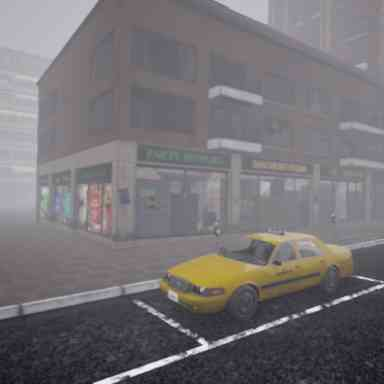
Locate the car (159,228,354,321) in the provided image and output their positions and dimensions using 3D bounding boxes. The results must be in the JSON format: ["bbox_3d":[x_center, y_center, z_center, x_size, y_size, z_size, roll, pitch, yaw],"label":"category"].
[{"bbox_3d":[1.639,1.500,7.241,4.829,1.417,1.752,0,2,-35],"label":"car"}]
